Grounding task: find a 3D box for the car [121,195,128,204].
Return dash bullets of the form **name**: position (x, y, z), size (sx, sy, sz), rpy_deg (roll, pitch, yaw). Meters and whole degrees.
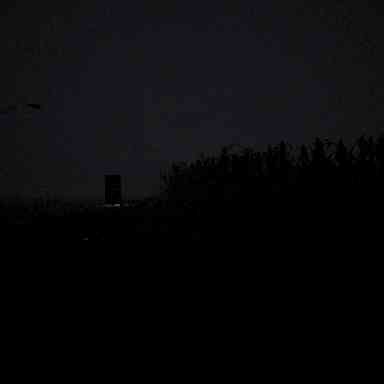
- **car**: position (-11.229, 1.160, 52.393), size (2.033, 1.411, 5.357), rpy_deg (-1, 1, -4)
